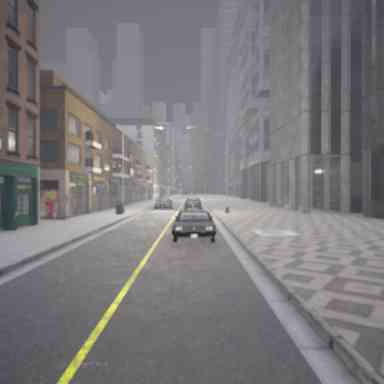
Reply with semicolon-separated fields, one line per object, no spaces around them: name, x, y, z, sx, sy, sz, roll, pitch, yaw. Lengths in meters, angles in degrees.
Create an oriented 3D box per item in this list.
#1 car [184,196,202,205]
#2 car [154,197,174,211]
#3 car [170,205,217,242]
car;0.109;1.209;38.338;2.128;1.511;4.902;0;0;0
car;-3.077;1.291;36.771;1.994;1.385;4.181;0;0;0
car;0.093;1.481;15.635;1.895;1.301;4.718;0;0;0
